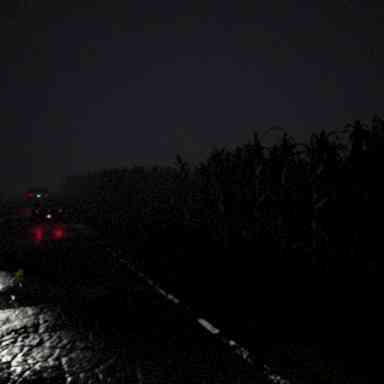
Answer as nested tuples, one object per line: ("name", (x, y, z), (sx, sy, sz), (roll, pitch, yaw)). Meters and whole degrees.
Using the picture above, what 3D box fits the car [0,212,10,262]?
("car", (-6.992, 1.256, 10.600), (2.128, 1.511, 4.902), (0, 1, -27))

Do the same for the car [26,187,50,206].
("car", (-17.053, 0.452, 36.845), (2.150, 2.045, 5.566), (0, 1, -26))

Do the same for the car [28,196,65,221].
("car", (-9.688, 1.153, 22.241), (1.895, 1.301, 4.718), (0, 1, -27))
